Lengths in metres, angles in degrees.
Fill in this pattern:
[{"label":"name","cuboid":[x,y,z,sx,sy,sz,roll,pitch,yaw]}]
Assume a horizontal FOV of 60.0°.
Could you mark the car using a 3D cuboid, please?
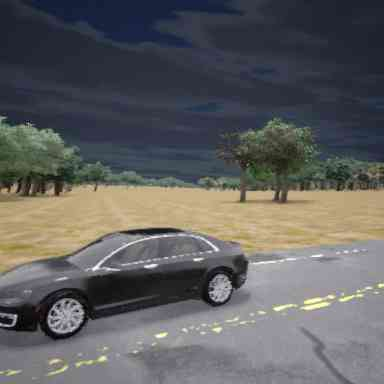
[{"label":"car","cuboid":[-1.109,1.503,6.566,4.892,1.490,1.837,0,0,-30]}]
